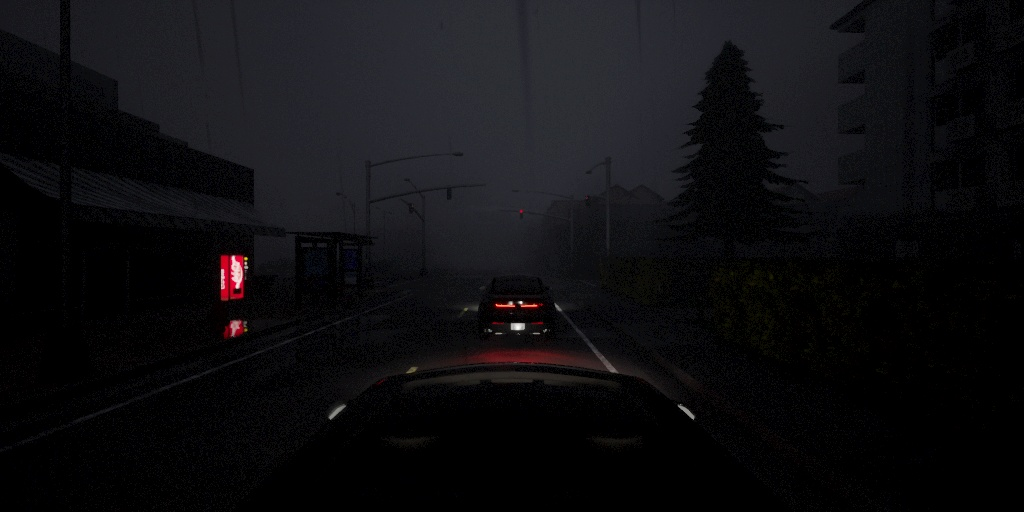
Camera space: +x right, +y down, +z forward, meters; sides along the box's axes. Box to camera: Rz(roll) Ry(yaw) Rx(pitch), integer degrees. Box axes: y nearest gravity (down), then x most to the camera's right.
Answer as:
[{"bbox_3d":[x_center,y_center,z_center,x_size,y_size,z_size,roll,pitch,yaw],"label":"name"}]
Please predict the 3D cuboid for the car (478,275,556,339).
[{"bbox_3d":[0.118,1.255,10.050,1.837,1.490,4.892,0,0,0],"label":"car"}]
